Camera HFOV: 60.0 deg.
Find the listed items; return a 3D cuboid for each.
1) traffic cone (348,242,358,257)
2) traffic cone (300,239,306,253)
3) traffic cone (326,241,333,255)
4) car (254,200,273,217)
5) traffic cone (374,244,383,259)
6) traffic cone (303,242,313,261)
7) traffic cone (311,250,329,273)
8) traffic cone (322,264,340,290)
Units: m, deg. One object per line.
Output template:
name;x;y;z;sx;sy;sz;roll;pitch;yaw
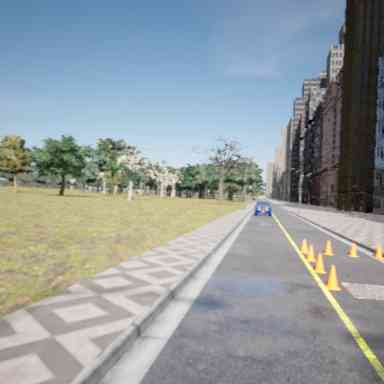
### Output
traffic cone;6.887;2.447;14.184;0.340;0.580;0.340;3;-1;12
traffic cone;4.933;2.353;14.598;0.340;0.580;0.340;3;-1;12
traffic cone;5.910;2.400;14.391;0.340;0.580;0.340;3;-1;12
car;9.521;2.159;44.515;2.150;2.045;5.566;3;-1;12
traffic cone;7.864;2.493;13.976;0.340;0.580;0.340;3;-1;12
traffic cone;4.520;2.313;12.641;0.340;0.580;0.340;3;-1;12
traffic cone;4.107;2.272;10.685;0.340;0.580;0.340;3;-1;12
traffic cone;3.694;2.231;8.728;0.340;0.580;0.340;3;-1;12
